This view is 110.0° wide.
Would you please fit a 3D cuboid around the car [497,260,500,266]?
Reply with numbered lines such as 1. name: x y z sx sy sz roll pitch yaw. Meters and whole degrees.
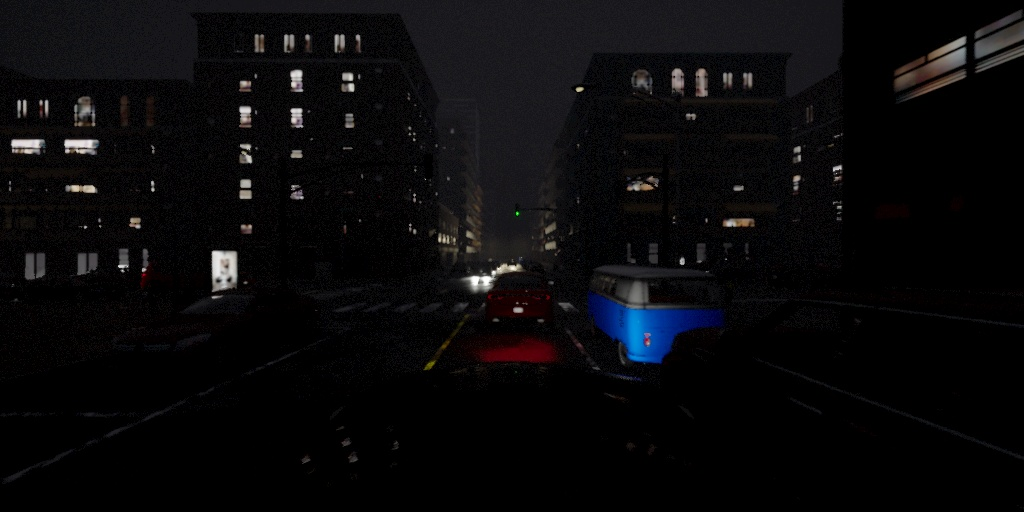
1. car: -3.094 1.374 49.594 1.994 1.385 4.181 0 0 0

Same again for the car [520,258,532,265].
1. car: 2.681 1.367 56.514 1.888 1.381 4.507 0 0 0

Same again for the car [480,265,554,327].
1. car: 0.342 1.238 11.657 1.882 1.535 5.008 0 0 4

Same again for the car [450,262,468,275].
1. car: -5.698 1.361 39.954 1.948 1.339 4.313 0 0 0

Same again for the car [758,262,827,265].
1. car: 15.791 1.116 18.725 4.313 1.339 1.948 0 0 0

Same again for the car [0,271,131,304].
1. car: -22.396 1.655 18.315 4.403 1.370 2.007 0 0 0

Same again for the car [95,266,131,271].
1. car: -30.265 1.601 26.897 4.097 1.591 1.967 0 0 0

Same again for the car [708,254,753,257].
1. car: 15.768 0.809 27.106 5.009 1.841 2.192 0 0 0

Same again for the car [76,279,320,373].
1. car: -5.693 1.338 7.549 1.802 1.307 4.207 0 0 0

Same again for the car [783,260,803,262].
1. car: 21.339 0.959 27.147 4.507 1.381 1.888 0 0 0

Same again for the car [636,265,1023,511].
1. car: 2.689 1.065 2.022 2.192 1.841 5.009 0 0 0

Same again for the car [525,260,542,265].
1. car: 2.683 1.377 39.944 1.802 1.307 4.207 0 0 0

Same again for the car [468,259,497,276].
1. car: -3.097 1.285 38.553 2.128 1.511 4.902 0 0 0

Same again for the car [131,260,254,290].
1. car: -18.369 1.249 21.077 5.566 2.045 2.150 -1 0 1

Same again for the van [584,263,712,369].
1. van: 2.688 1.096 7.549 1.690 1.789 3.998 0 0 0

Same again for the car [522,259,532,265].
1. car: 2.683 1.369 45.467 1.948 1.339 4.313 0 0 0

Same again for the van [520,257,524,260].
1. van: 2.680 1.172 62.037 1.690 1.789 3.998 0 0 0

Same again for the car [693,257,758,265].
1. car: 15.002 1.014 24.507 4.902 1.511 2.128 -1 0 0
